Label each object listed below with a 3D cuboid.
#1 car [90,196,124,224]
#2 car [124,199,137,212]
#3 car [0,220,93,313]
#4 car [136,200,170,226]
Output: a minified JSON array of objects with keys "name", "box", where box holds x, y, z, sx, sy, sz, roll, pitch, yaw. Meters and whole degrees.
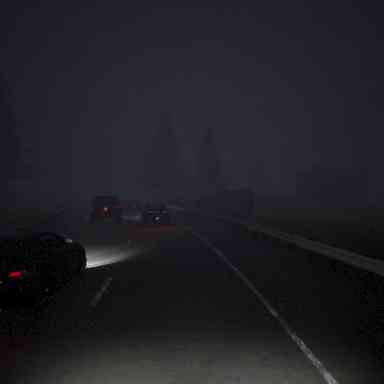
[{"name":"car","box":[-6.607,1.285,25.726,2.150,2.045,5.566,0,0,-13]},{"name":"car","box":[-7.418,1.571,40.554,1.882,1.535,5.008,0,0,-20]},{"name":"car","box":[-3.876,1.588,7.740,1.994,1.385,4.181,0,0,-4]},{"name":"car","box":[-2.745,1.543,24.263,2.128,1.511,4.902,0,0,-11]}]
